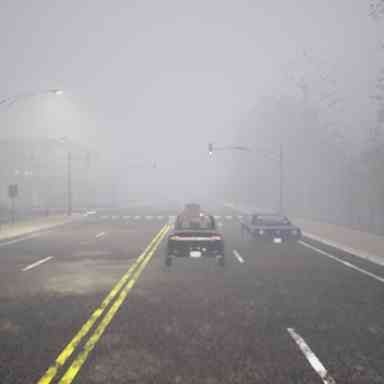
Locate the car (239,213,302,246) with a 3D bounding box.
[{"bbox_3d":[3.348,1.608,15.206,1.895,1.301,4.718,0,0,0],"label":"car"}]

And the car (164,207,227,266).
[{"bbox_3d":[0.098,1.499,11.578,2.128,1.511,4.902,0,0,0],"label":"car"}]

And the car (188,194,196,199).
[{"bbox_3d":[-0.018,1.501,84.680,1.882,1.535,5.008,0,0,0],"label":"car"}]

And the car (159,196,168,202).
[{"bbox_3d":[-6.515,1.626,75.754,1.895,1.301,4.718,0,0,0],"label":"car"}]

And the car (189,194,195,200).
[{"bbox_3d":[-0.020,1.343,95.099,1.882,1.535,5.008,0,0,0],"label":"car"}]

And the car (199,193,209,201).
[{"bbox_3d":[3.232,1.563,84.681,2.033,1.411,5.357,0,0,0],"label":"car"}]

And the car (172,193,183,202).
[{"bbox_3d":[-3.265,1.255,75.754,2.150,2.045,5.566,0,0,0],"label":"car"}]

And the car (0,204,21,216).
[{"bbox_3d":[-19.961,1.837,34.242,4.313,1.339,1.947,-1,1,0],"label":"car"}]

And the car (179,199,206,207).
[{"bbox_3d":[-0.010,1.540,26.805,1.812,1.442,4.674,0,0,-2],"label":"car"}]
